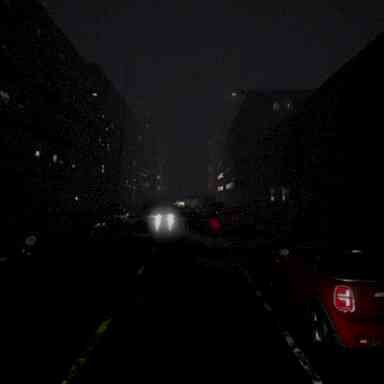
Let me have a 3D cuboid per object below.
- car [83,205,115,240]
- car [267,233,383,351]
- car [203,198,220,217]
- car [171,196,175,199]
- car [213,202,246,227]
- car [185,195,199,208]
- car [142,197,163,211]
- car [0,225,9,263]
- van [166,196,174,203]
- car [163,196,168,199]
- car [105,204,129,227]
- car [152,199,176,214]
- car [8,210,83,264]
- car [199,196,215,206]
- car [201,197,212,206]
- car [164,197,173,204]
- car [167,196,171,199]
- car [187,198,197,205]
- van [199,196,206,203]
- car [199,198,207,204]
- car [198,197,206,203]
[{"bbox_3d":[-5.685,1.641,17.627,1.887,1.381,4.507,0,0,0],"label":"car"},{"bbox_3d":[2.697,1.474,6.244,1.967,1.590,4.097,0,0,0],"label":"car"},{"bbox_3d":[2.355,1.696,33.715,1.837,1.490,4.892,0,0,0],"label":"car"},{"bbox_3d":[-5.684,1.796,74.527,2.192,1.841,5.009,0,0,0],"label":"car"},{"bbox_3d":[2.696,1.656,23.483,1.752,1.417,4.829,0,0,0],"label":"car"},{"bbox_3d":[0.009,1.569,53.587,2.150,2.045,5.566,0,-1,0],"label":"car"},{"bbox_3d":[-5.684,1.588,46.077,2.192,1.841,5.009,0,0,0],"label":"car"},{"bbox_3d":[-5.684,1.578,6.248,1.887,1.381,4.507,0,0,0],"label":"car"},{"bbox_3d":[-5.684,1.915,85.905,1.690,1.788,3.998,0,0,0],"label":"van"},{"bbox_3d":[-5.685,1.905,57.456,2.008,1.369,4.403,0,0,0],"label":"car"},{"bbox_3d":[-5.684,1.569,23.317,1.967,1.590,4.097,0,0,0],"label":"car"},{"bbox_3d":[-3.096,1.824,38.552,1.895,1.301,4.718,0,0,0],"label":"car"},{"bbox_3d":[-5.683,1.505,11.939,1.967,1.590,4.097,0,0,0],"label":"car"},{"bbox_3d":[2.696,1.628,51.765,2.192,1.841,5.009,0,0,0],"label":"car"},{"bbox_3d":[2.696,1.836,63.144,1.967,1.590,4.097,0,0,0],"label":"car"},{"bbox_3d":[-5.686,2.051,80.047,1.752,1.417,4.829,0,0,0],"label":"car"},{"bbox_3d":[-5.685,1.836,63.147,1.967,1.590,4.097,0,0,0],"label":"car"},{"bbox_3d":[0.001,1.916,67.700,1.837,1.490,4.892,0,0,0],"label":"car"},{"bbox_3d":[2.695,1.915,85.903,1.690,1.788,3.998,0,0,0],"label":"van"},{"bbox_3d":[2.694,2.109,80.214,1.802,1.307,4.206,0,0,0],"label":"car"},{"bbox_3d":[2.694,2.167,91.593,1.887,1.381,4.507,0,-1,0],"label":"car"}]
